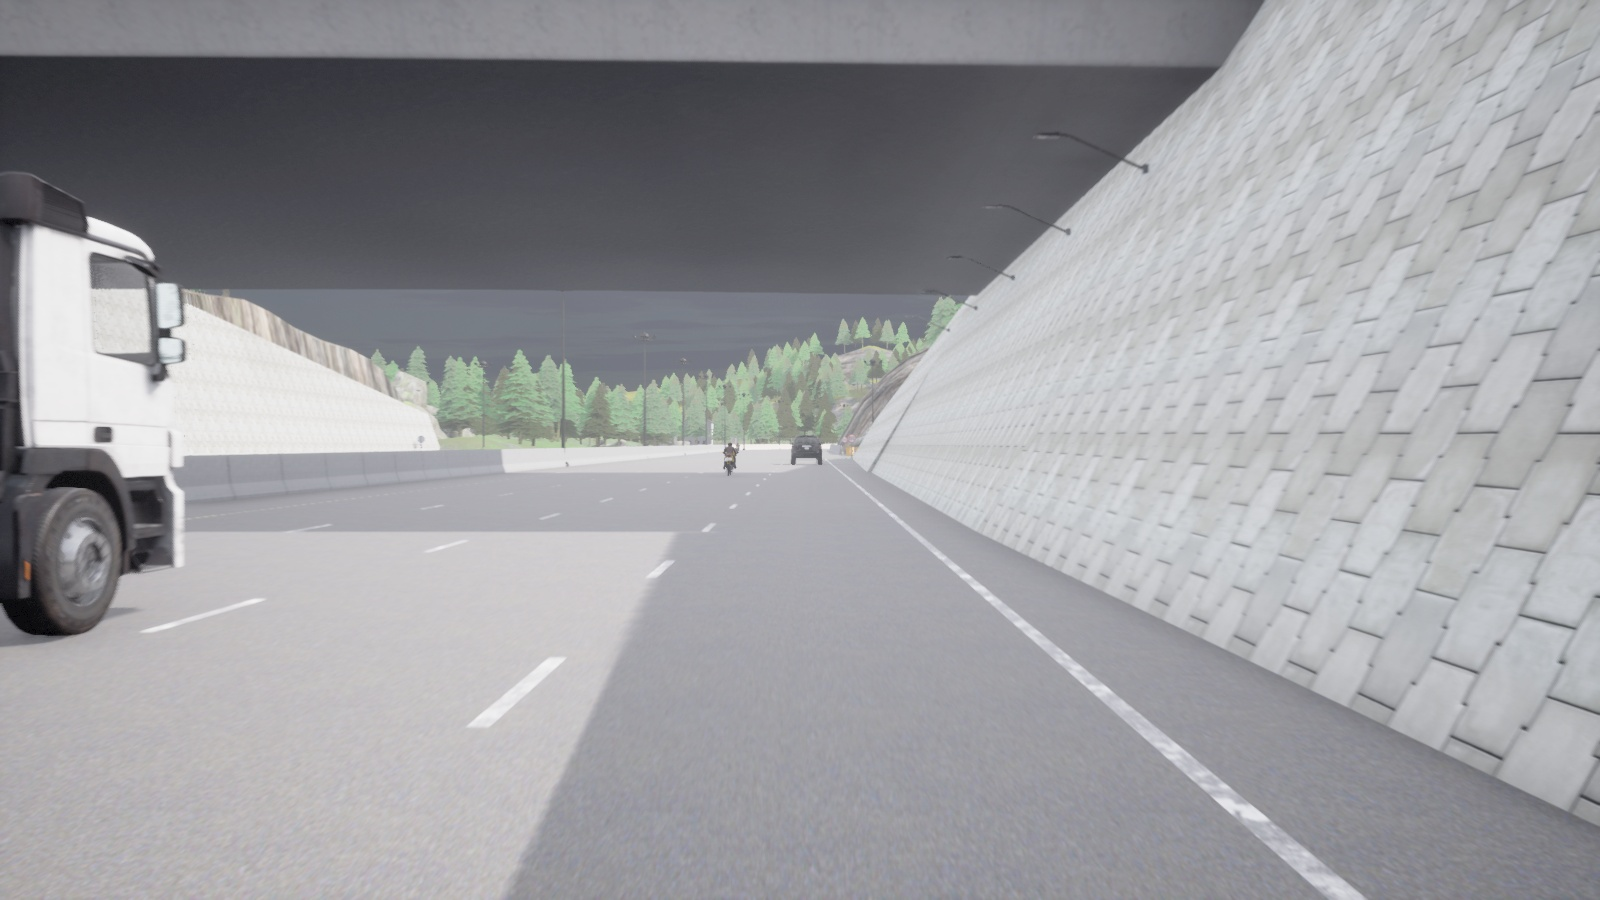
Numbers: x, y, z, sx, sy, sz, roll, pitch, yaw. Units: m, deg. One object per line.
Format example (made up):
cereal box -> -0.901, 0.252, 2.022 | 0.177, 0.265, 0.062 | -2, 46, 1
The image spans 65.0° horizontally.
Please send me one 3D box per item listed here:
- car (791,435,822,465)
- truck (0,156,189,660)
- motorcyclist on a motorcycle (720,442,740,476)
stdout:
car -> 0.467, -0.030, 88.867 | 2.150, 2.045, 5.566 | 0, 0, 0
truck -> -6.943, -0.281, 7.277 | 2.891, 3.462, 7.936 | 0, 0, 0
motorcyclist on a motorcycle -> -3.179, 0.408, 56.971 | 0.797, 1.523, 2.044 | 0, 0, 0
